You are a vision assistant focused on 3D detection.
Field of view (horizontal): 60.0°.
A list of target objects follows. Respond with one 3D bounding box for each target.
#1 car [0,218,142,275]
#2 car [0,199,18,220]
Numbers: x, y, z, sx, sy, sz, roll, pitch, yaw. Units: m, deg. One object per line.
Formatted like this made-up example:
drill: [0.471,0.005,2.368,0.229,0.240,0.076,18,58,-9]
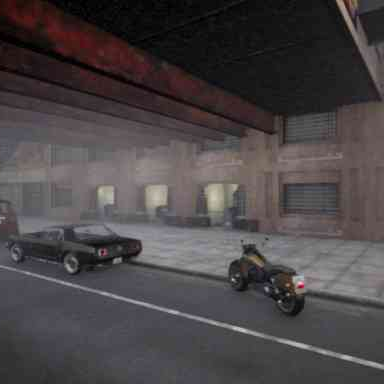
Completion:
car: [-3.909,1.648,10.612,4.718,1.301,1.895,0,0,35]
car: [-9.961,1.323,14.868,5.566,2.045,2.435,0,0,35]
